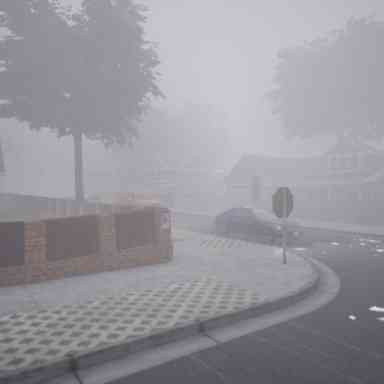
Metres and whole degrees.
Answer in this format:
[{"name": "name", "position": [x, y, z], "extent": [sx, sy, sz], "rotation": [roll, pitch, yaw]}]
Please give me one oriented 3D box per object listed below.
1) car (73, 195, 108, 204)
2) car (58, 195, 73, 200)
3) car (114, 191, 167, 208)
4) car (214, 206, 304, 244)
[{"name": "car", "position": [-9.997, 1.107, 33.605], "extent": [2.128, 1.511, 4.902], "rotation": [0, 1, -35]}, {"name": "car", "position": [-15.837, 1.093, 41.880], "extent": [1.895, 1.301, 4.718], "rotation": [0, 1, -35]}, {"name": "car", "position": [-4.063, 0.959, 25.216], "extent": [2.150, 2.045, 5.566], "rotation": [0, 1, -36]}, {"name": "car", "position": [2.901, 1.402, 15.441], "extent": [1.812, 1.442, 4.674], "rotation": [0, 1, -35]}]
